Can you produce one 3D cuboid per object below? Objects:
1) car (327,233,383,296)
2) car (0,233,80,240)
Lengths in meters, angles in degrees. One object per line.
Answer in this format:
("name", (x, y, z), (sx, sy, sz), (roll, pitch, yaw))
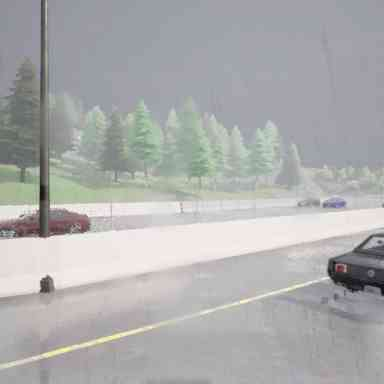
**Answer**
("car", (5.220, 1.601, 7.732), (4.718, 1.301, 1.895), (0, 0, -38))
("car", (-7.290, 1.525, 16.117), (4.674, 1.442, 1.812), (0, 0, -36))
